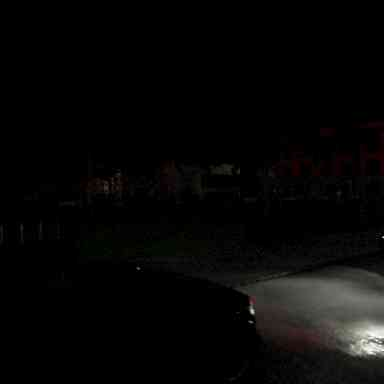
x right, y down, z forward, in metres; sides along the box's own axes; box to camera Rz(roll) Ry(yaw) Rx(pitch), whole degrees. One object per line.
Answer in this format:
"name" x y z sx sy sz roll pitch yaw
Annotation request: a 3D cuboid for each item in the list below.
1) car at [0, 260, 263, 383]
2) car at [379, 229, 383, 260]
"car" -1.175 1.565 3.762 4.181 1.385 1.994 0 0 -36
"car" 8.060 1.208 10.332 5.566 2.045 2.150 0 0 -36
